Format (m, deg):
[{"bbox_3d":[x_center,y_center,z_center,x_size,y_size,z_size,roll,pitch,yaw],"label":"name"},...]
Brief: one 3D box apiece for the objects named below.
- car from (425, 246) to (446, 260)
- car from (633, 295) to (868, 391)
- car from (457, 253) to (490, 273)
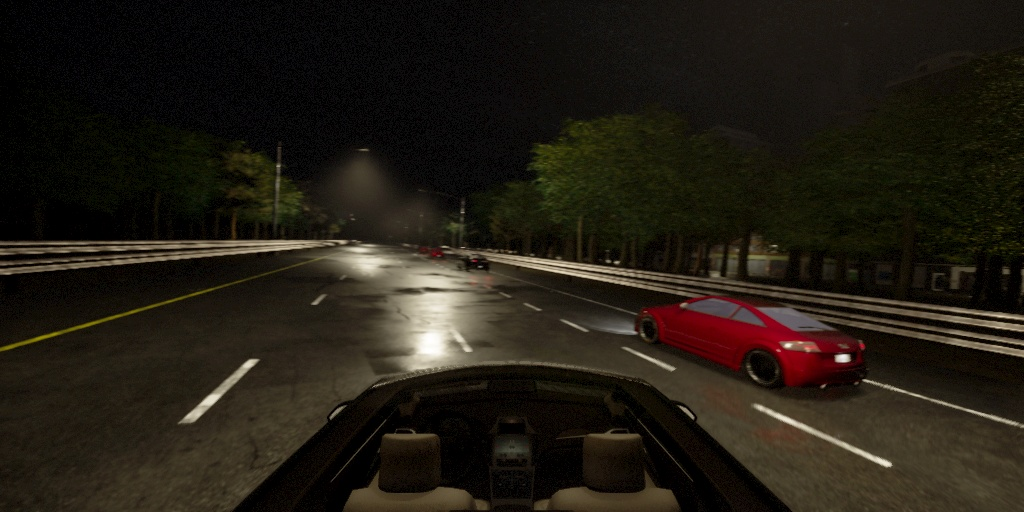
[{"bbox_3d":[-10.317,-0.312,48.904,1.812,1.442,4.674,3,1,-20],"label":"car"},{"bbox_3d":[4.561,1.509,7.567,1.994,1.385,4.181,3,1,-20],"label":"car"},{"bbox_3d":[-3.192,0.508,29.122,2.128,1.511,4.902,3,1,-20],"label":"car"}]
